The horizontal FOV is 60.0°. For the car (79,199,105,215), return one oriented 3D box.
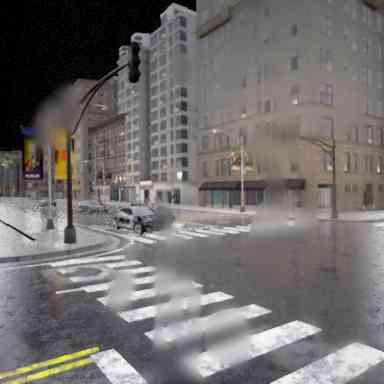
[{"bbox_3d":[-10.455,1.527,35.196,1.837,1.490,4.892,-1,2,-35],"label":"car"}]

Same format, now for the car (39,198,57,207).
[{"bbox_3d":[-22.882,1.619,52.706,1.994,1.385,4.181,-1,0,-35],"label":"car"}]

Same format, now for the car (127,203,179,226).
[{"bbox_3d":[-2.994,1.581,24.773,1.994,1.385,4.181,-1,0,-36],"label":"car"}]

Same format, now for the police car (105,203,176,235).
[{"bbox_3d":[-2.984,1.478,19.355,1.930,1.638,5.238,-1,0,-36],"label":"police car"}]
